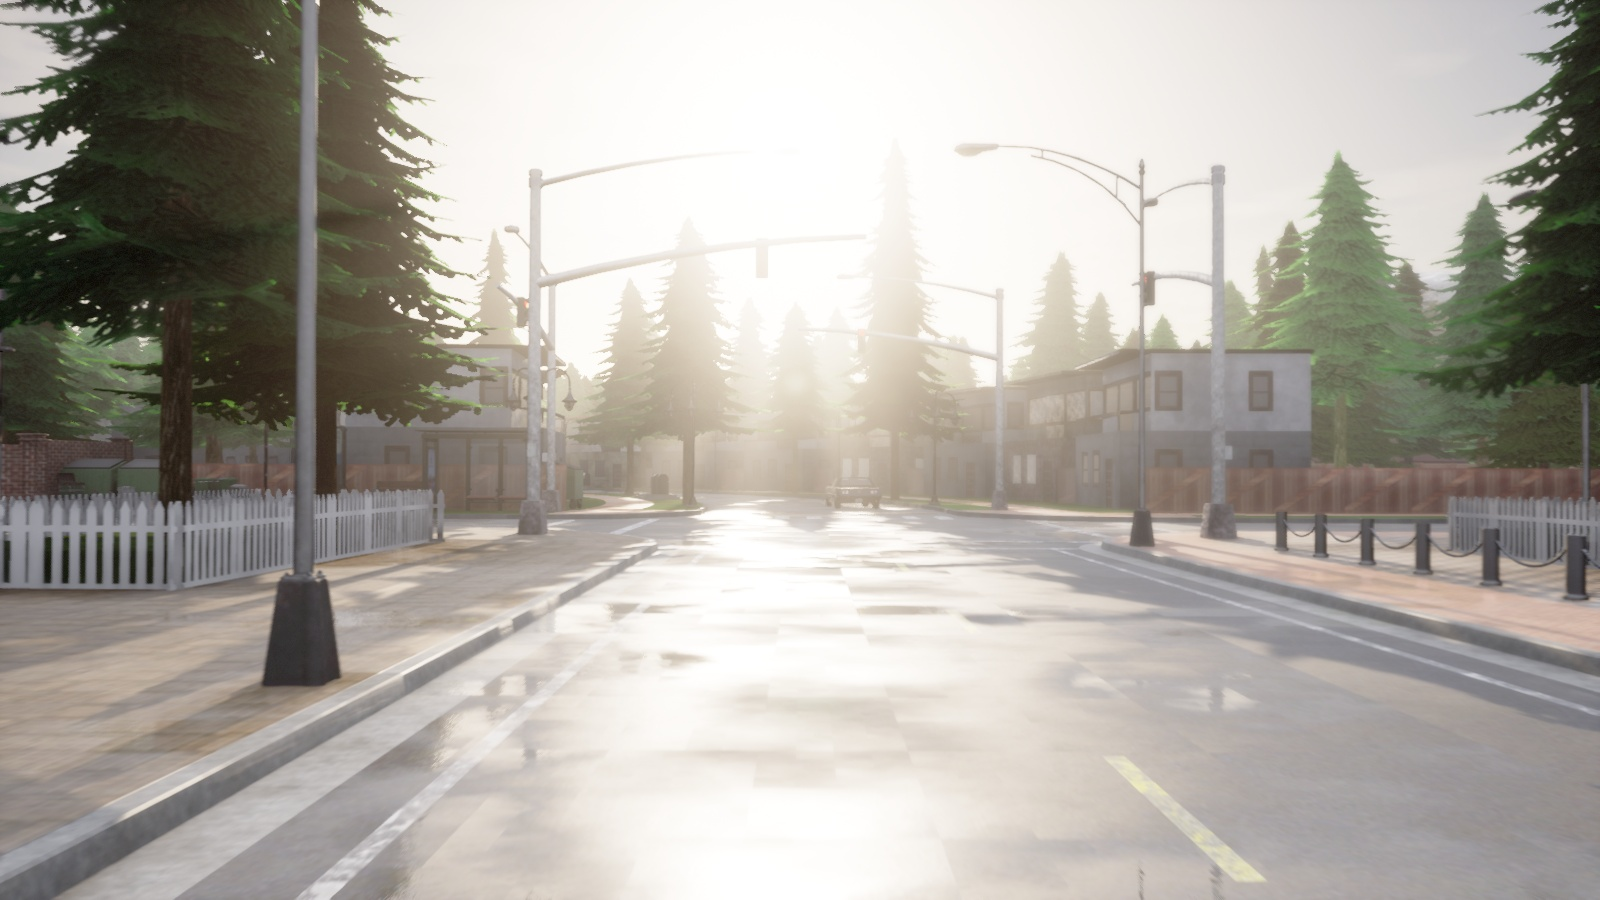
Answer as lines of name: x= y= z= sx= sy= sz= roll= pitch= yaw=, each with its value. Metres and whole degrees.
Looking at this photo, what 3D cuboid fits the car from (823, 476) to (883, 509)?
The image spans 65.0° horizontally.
car: x=2.202 y=1.777 z=53.390 sx=1.895 sy=1.301 sz=4.718 roll=0 pitch=-1 yaw=-6
